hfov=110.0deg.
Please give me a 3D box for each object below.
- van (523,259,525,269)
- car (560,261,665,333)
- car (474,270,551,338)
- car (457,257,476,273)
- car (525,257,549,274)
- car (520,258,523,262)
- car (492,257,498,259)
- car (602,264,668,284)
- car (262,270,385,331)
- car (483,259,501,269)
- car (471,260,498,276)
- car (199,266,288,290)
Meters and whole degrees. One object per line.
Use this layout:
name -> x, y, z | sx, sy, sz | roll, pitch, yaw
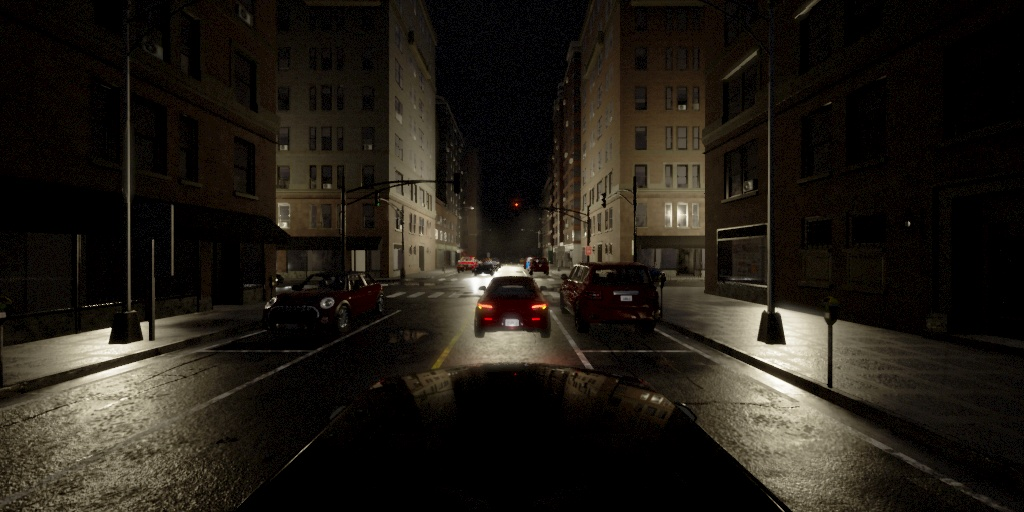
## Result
van -> 2.797, 1.088, 48.760 | 1.690, 1.789, 3.998 | 0, 0, 0
car -> 2.656, 1.064, 10.696 | 2.192, 1.841, 5.009 | 0, 0, 0
car -> 0.025, 1.276, 10.053 | 1.812, 1.442, 4.674 | 0, 0, 1
car -> -5.326, 1.062, 43.274 | 2.192, 1.841, 5.009 | 0, 0, 0
car -> 2.781, 1.063, 37.752 | 2.192, 1.841, 5.009 | 0, 0, 0
car -> 2.805, 1.061, 54.264 | 2.192, 1.841, 5.009 | 0, 0, 0
car -> -2.713, 1.293, 58.013 | 2.033, 1.411, 5.357 | 0, 0, 0
car -> 8.816, 1.285, 26.016 | 4.181, 1.385, 1.994 | 0, 0, 4
car -> -5.369, 1.189, 10.714 | 1.967, 1.591, 4.097 | 0, 0, 0
car -> -2.743, 1.348, 46.679 | 1.895, 1.301, 4.718 | 0, 0, 0
car -> -2.769, 1.349, 36.672 | 1.895, 1.301, 4.718 | 0, 0, 0
car -> -17.068, 1.362, 22.958 | 4.181, 1.385, 1.994 | 0, 0, 0
